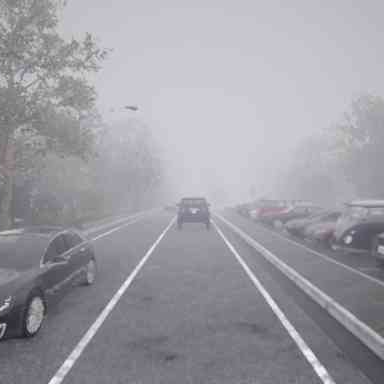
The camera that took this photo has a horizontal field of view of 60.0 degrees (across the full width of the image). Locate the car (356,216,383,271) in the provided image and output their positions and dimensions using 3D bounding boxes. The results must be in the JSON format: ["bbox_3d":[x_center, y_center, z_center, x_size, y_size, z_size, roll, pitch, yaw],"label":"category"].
[{"bbox_3d":[7.098,1.489,8.304,4.792,1.488,2.163,0,0,0],"label":"car"}]

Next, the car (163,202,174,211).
[{"bbox_3d":[-3.267,2.184,50.403,2.033,1.411,5.357,0,-2,0],"label":"car"}]

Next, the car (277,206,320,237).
[{"bbox_3d":[7.053,1.589,16.640,4.792,1.488,2.163,0,-1,0],"label":"car"}]

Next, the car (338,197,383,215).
[{"bbox_3d":[20.230,1.579,38.600,5.566,2.045,2.435,0,-1,0],"label":"car"}]

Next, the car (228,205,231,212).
[{"bbox_3d":[7.129,1.835,38.842,5.008,1.535,2.097,0,-1,0],"label":"car"}]

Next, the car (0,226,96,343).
[{"bbox_3d":[-3.346,1.525,6.666,1.837,1.490,4.892,0,0,0],"label":"car"}]

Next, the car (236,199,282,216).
[{"bbox_3d":[7.149,1.669,36.067,4.553,1.767,2.185,0,-1,0],"label":"car"}]

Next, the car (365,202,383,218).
[{"bbox_3d":[20.186,1.757,33.061,4.892,1.521,2.231,0,-1,0],"label":"car"}]

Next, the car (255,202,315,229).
[{"bbox_3d":[7.099,1.626,22.191,5.008,1.535,2.097,0,-1,0],"label":"car"}]

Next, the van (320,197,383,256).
[{"bbox_3d":[6.957,1.267,11.090,4.442,1.987,1.878,0,-1,0],"label":"van"}]

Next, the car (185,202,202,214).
[{"bbox_3d":[0.146,1.994,42.644,2.033,1.411,5.357,0,-1,0],"label":"car"}]

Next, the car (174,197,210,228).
[{"bbox_3d":[0.121,1.378,23.636,2.150,2.045,5.566,0,-1,0],"label":"car"}]

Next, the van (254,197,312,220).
[{"bbox_3d":[7.215,1.433,24.969,4.442,1.987,1.878,0,-1,0],"label":"van"}]

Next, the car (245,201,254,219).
[{"bbox_3d":[7.106,1.732,27.742,4.674,1.452,2.002,0,-1,0],"label":"car"}]

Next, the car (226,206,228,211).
[{"bbox_3d":[7.133,1.886,41.614,4.892,1.521,2.231,0,-1,0],"label":"car"}]

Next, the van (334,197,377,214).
[{"bbox_3d":[20.325,1.656,41.491,4.442,1.987,1.878,0,-1,0],"label":"van"}]

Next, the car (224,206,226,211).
[{"bbox_3d":[6.947,1.938,44.383,5.366,1.575,1.946,0,-1,0],"label":"car"}]

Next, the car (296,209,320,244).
[{"bbox_3d":[7.081,1.566,13.862,4.674,1.452,2.002,0,-1,0],"label":"car"}]

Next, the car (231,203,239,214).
[{"bbox_3d":[7.085,1.508,33.298,5.566,2.045,2.435,0,-1,0],"label":"car"}]

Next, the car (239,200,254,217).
[{"bbox_3d":[7.138,1.755,30.518,4.792,1.488,2.163,0,-1,0],"label":"car"}]

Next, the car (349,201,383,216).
[{"bbox_3d":[20.012,1.788,35.829,5.366,1.575,1.946,0,-1,0],"label":"car"}]
